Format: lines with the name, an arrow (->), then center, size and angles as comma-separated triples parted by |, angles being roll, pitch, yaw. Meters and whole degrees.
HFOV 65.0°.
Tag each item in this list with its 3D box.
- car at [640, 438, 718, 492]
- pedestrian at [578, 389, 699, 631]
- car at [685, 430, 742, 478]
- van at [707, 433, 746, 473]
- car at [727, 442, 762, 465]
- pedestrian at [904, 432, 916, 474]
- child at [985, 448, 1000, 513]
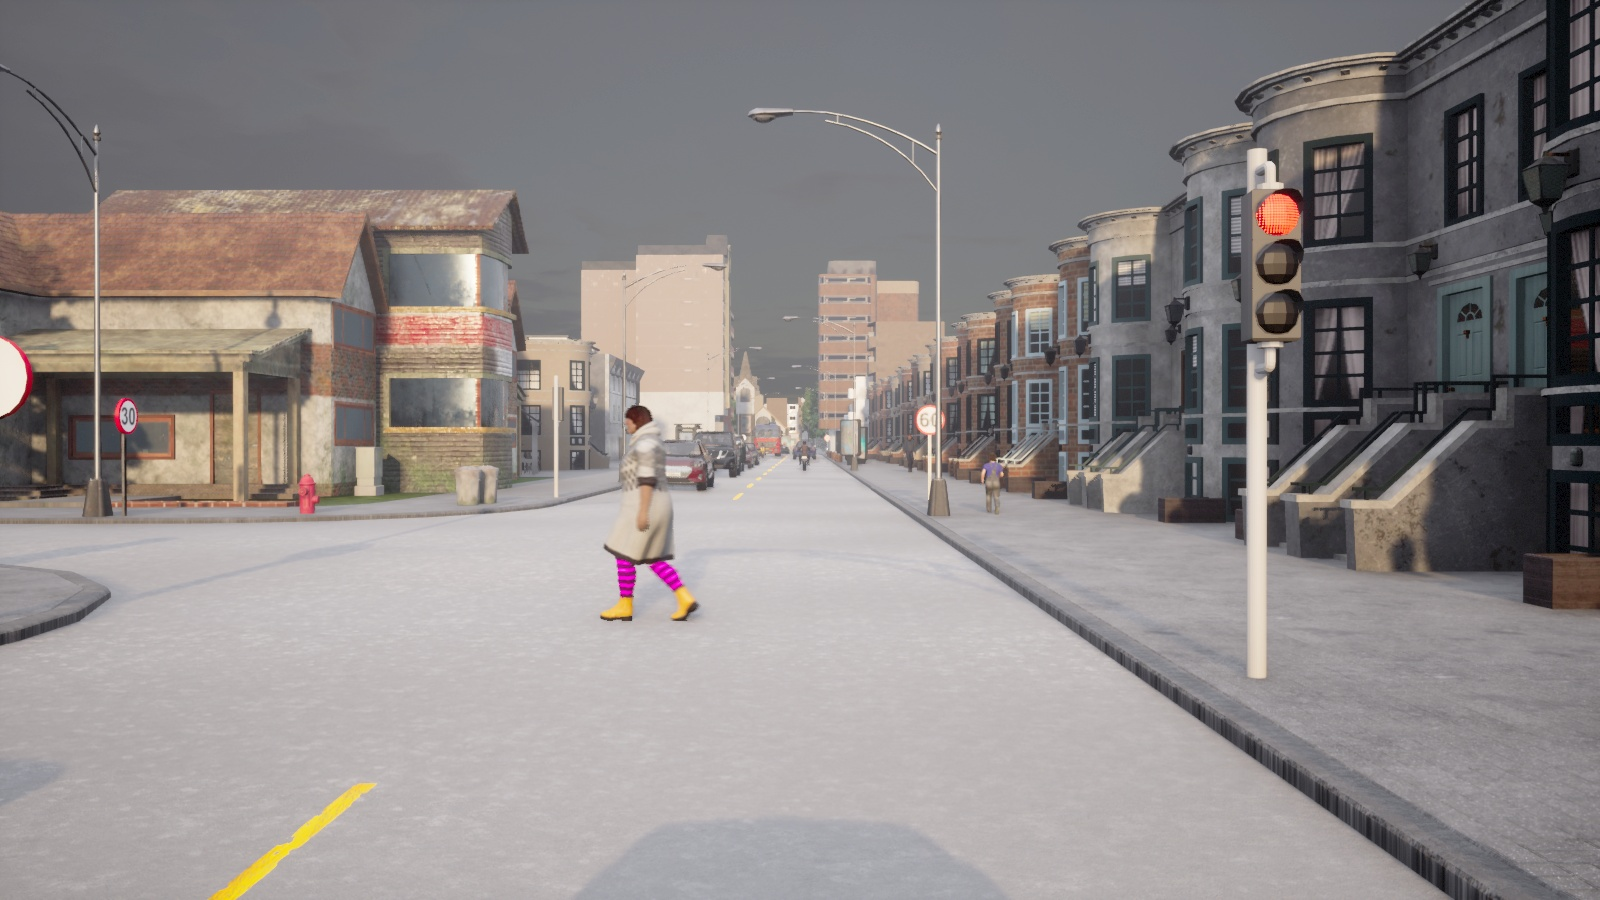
car -> -3.853, 0.443, 40.826 | 2.033, 1.649, 4.856 | 0, 0, 0
pedestrian -> -1.339, 0.480, 10.512 | 0.873, 1.952, 0.659 | 0, 0, 6
car -> -3.803, 0.147, 55.891 | 2.150, 2.045, 5.566 | 0, 0, 0
van -> -3.767, 0.128, 65.187 | 1.775, 1.987, 4.442 | 0, 0, 0
car -> -3.694, 0.221, 84.885 | 2.128, 1.511, 4.902 | 0, 0, 0
pedestrian -> 5.128, 0.130, 58.425 | 0.423, 1.949, 0.788 | 0, 0, -4
child -> 3.791, 0.599, 24.752 | 0.270, 1.263, 0.437 | 0, 0, 5
